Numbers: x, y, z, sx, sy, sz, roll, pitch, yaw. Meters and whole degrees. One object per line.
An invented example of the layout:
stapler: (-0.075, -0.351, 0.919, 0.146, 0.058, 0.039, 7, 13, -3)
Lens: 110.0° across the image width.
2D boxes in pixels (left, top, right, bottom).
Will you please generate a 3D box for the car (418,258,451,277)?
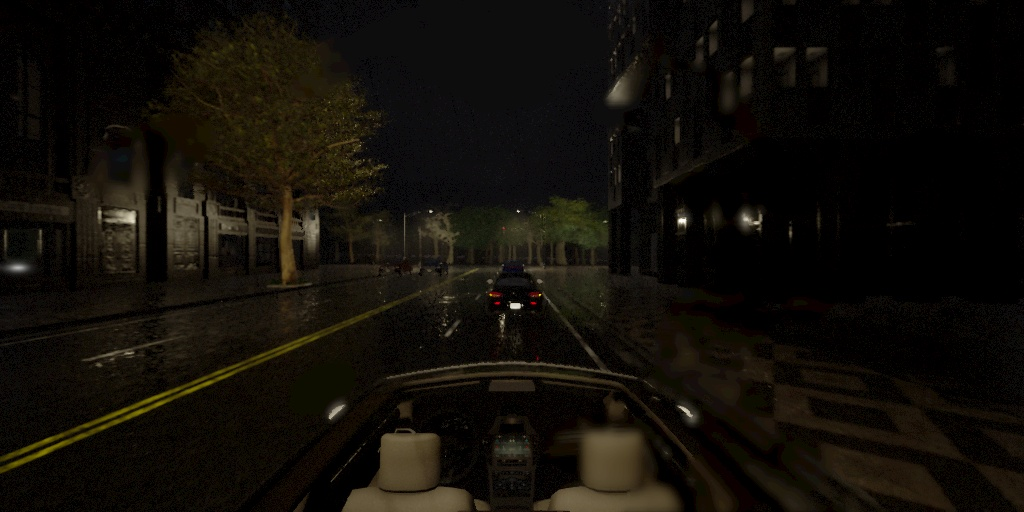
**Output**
car: (-6.506, 0.868, 30.469, 1.812, 1.442, 4.674, 0, 0, 0)

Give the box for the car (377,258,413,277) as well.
car: (-9.756, 0.868, 30.468, 1.812, 1.442, 4.674, 0, 0, 0)

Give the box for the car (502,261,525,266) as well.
car: (0.106, 1.160, 32.003, 1.882, 1.535, 5.008, 0, 0, 0)

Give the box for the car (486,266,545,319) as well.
car: (0.098, 1.257, 12.543, 1.812, 1.442, 4.674, 0, 0, 0)
